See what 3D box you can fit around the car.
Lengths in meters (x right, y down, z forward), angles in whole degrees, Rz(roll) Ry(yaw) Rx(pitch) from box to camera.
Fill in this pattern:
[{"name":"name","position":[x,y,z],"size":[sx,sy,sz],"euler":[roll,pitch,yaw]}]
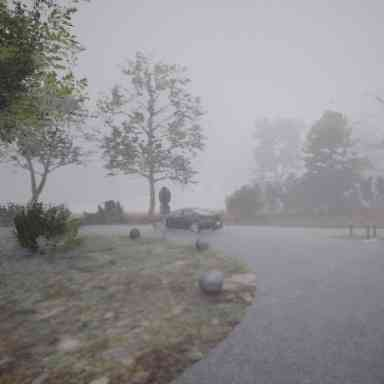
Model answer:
[{"name":"car","position":[-0.331,1.785,21.575],"size":[5.008,1.535,1.882],"euler":[-1,-2,40]}]
